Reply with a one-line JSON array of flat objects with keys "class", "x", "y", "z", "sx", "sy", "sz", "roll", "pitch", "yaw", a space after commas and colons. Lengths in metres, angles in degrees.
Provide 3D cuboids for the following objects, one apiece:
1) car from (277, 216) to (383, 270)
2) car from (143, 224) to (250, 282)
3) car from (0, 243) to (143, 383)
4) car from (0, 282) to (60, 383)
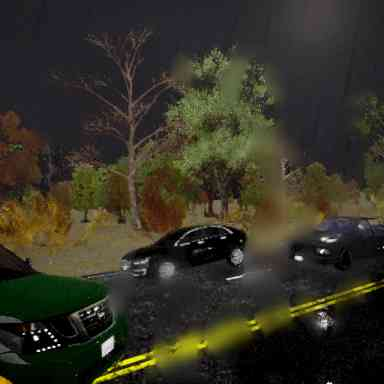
[{"class": "car", "x": 5.334, "y": 1.563, "z": 11.325, "sx": 5.357, "sy": 1.411, "sz": 2.033, "roll": 0, "pitch": 0, "yaw": -35}, {"class": "car", "x": -0.116, "y": 1.992, "z": 11.714, "sx": 4.892, "sy": 1.490, "sz": 1.837, "roll": -4, "pitch": -6, "yaw": -35}, {"class": "car", "x": -3.718, "y": 1.574, "z": 4.496, "sx": 5.566, "sy": 2.045, "sz": 2.150, "roll": -2, "pitch": -6, "yaw": 11}, {"class": "car", "x": -3.277, "y": 1.676, "z": 1.052, "sx": 5.008, "sy": 1.535, "sz": 1.882, "roll": -2, "pitch": -5, "yaw": -40}]
